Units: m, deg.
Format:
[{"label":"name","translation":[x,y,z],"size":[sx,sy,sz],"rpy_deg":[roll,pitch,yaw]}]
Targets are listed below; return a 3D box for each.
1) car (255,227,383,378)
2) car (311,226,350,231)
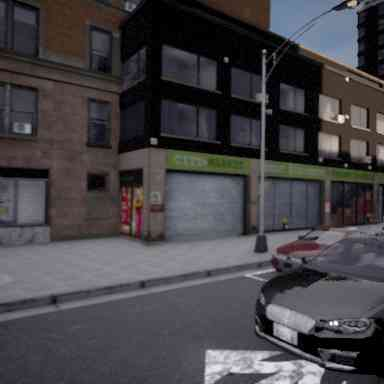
[{"label":"car","translation":[3.175,1.548,5.624],"size":[4.902,1.511,2.128],"rpy_deg":[1,0,-35]},{"label":"car","translation":[4.175,1.670,9.748],"size":[4.206,1.307,1.802],"rpy_deg":[1,0,-35]}]
